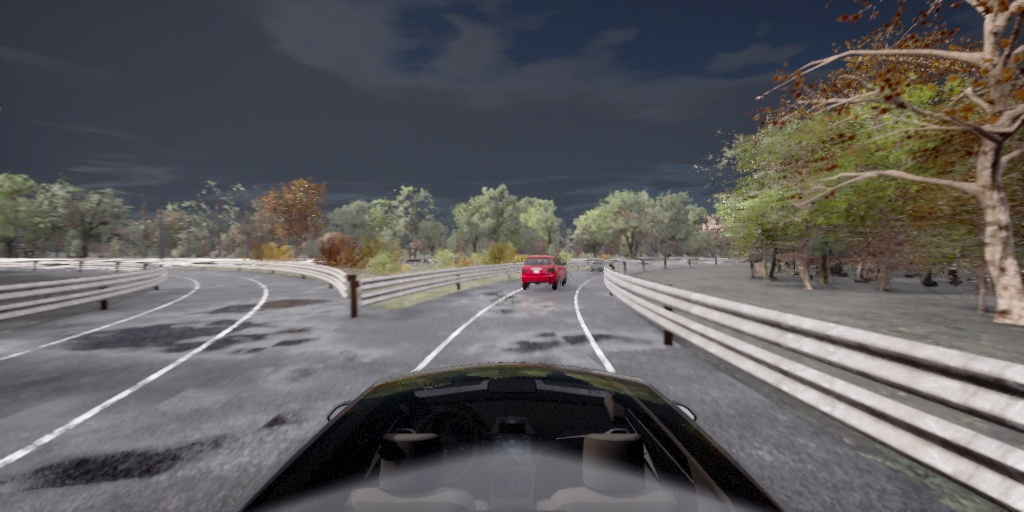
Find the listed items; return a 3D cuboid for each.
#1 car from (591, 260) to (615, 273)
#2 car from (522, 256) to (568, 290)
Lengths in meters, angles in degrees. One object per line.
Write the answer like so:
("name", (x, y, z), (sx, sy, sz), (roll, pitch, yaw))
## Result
("car", (11.168, 1.249, 43.979), (2.128, 1.511, 4.902), (-1, -1, 32))
("car", (2.220, 1.007, 23.411), (2.150, 2.045, 5.566), (-2, -1, 17))
